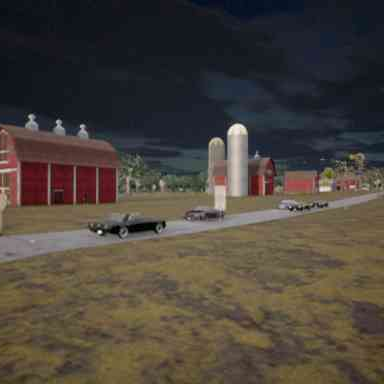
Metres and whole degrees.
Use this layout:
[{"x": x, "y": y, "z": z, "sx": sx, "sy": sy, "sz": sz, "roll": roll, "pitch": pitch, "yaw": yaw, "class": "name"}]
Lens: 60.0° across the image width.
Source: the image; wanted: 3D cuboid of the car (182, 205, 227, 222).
[{"x": 1.299, "y": 1.951, "z": 31.010, "sx": 2.033, "sy": 1.411, "sz": 5.357, "roll": 0, "pitch": 0, "yaw": 36, "class": "car"}]

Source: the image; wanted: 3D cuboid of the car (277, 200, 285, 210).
[{"x": 13.987, "y": 1.875, "z": 48.644, "sx": 1.812, "sy": 1.442, "sz": 4.674, "roll": 0, "pitch": 0, "yaw": 36, "class": "car"}]

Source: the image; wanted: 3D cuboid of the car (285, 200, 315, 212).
[{"x": 14.548, "y": 1.956, "z": 44.575, "sx": 1.895, "sy": 1.301, "sz": 4.718, "roll": 0, "pitch": 0, "yaw": 36, "class": "car"}]

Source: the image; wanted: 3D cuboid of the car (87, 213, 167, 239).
[{"x": -3.554, "y": 1.858, "z": 19.302, "sx": 1.895, "sy": 1.301, "sz": 4.718, "roll": 0, "pitch": -1, "yaw": 36, "class": "car"}]

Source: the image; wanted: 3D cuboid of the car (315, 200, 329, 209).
[{"x": 20.272, "y": 1.918, "z": 52.695, "sx": 1.895, "sy": 1.301, "sz": 4.718, "roll": 0, "pitch": 0, "yaw": 36, "class": "car"}]
